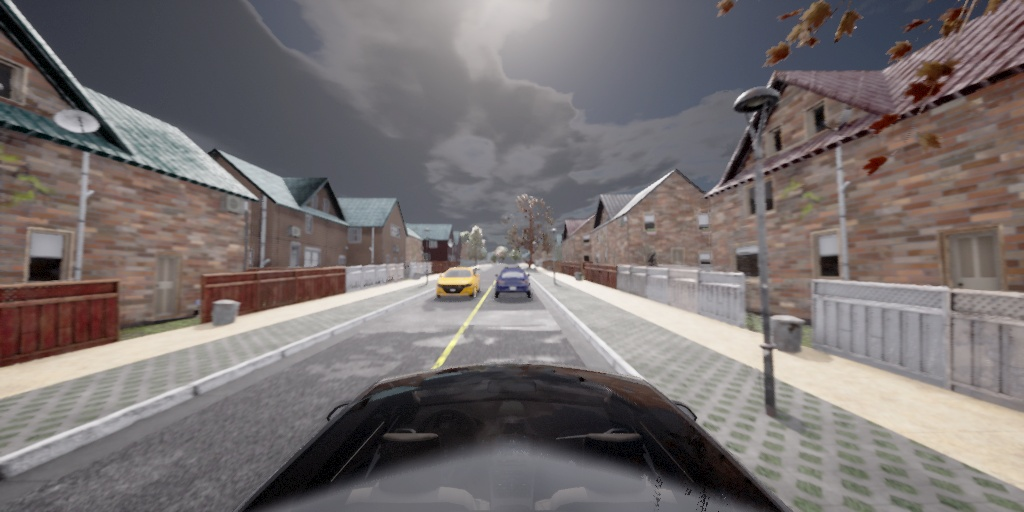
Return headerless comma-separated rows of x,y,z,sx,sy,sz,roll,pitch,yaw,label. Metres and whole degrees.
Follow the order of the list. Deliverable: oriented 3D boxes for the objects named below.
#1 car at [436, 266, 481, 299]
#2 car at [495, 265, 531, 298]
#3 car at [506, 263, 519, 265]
-2.784,1.351,19.344,1.882,1.535,5.008,0,0,0,car
0.047,1.389,19.462,1.812,1.442,4.674,0,0,0,car
0.020,1.492,37.870,1.837,1.490,4.892,0,0,0,car
